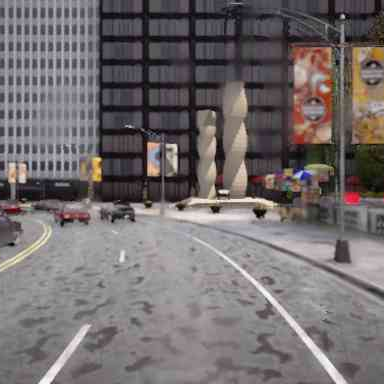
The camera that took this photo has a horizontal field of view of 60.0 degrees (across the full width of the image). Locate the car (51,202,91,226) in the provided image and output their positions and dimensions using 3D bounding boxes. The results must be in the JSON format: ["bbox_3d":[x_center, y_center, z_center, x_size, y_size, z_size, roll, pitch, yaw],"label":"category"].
[{"bbox_3d":[-8.639,1.615,23.782,1.895,1.301,4.718,0,0,-29],"label":"car"}]

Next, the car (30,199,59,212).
[{"bbox_3d":[-16.741,1.569,38.638,5.357,1.411,2.033,0,0,40],"label":"car"}]

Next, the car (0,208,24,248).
[{"bbox_3d":[-7.937,1.553,12.394,2.033,1.411,5.357,0,0,-10],"label":"car"}]

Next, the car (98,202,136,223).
[{"bbox_3d":[-5.929,1.523,26.020,1.837,1.490,4.892,0,0,-31],"label":"car"}]

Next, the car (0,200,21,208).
[{"bbox_3d":[-21.180,1.582,37.572,4.181,1.385,1.994,0,0,36],"label":"car"}]
